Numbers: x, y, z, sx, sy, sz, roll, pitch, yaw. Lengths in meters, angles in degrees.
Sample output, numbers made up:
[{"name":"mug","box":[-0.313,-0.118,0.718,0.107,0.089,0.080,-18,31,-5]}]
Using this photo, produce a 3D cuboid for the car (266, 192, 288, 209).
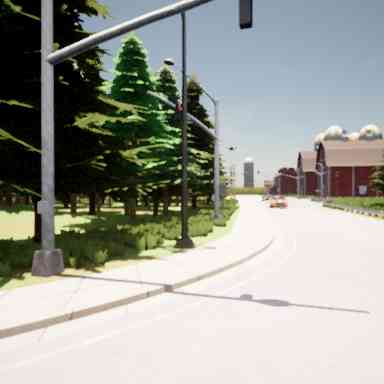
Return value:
[{"name":"car","box":[11.005,1.205,42.540,2.097,1.767,4.553,0,0,8]}]

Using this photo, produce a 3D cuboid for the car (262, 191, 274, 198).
[{"name":"car","box":[13.278,1.060,58.788,2.033,1.411,5.357,0,0,7]}]
